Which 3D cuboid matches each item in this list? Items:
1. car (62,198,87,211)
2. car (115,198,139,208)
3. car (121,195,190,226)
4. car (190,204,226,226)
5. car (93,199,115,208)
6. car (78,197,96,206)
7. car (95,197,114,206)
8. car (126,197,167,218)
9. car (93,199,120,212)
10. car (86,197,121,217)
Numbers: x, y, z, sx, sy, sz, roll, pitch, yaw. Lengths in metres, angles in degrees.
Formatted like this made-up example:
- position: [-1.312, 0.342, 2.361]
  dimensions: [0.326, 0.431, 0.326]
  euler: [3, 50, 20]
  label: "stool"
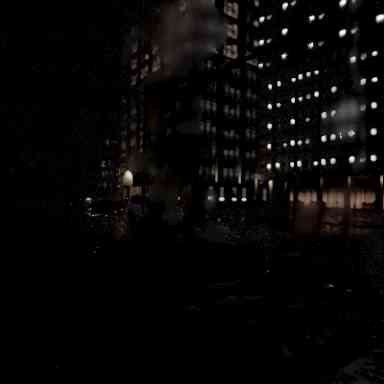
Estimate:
- position: [-14.806, 1.512, 41.550]
  dimensions: [1.812, 1.442, 4.674]
  euler: [2, -1, -34]
  label: "car"
- position: [-10.301, 1.721, 52.494]
  dimensions: [1.837, 1.490, 4.892]
  euler: [2, -1, -34]
  label: "car"
- position: [-2.741, 1.232, 23.516]
  dimensions: [2.150, 2.045, 5.566]
  euler: [2, -1, -34]
  label: "car"
- position: [0.548, 1.616, 24.431]
  dimensions: [1.812, 1.442, 4.674]
  euler: [2, -1, -34]
  label: "car"
- position: [-13.848, 1.737, 51.961]
  dimensions: [1.895, 1.301, 4.718]
  euler: [2, -1, -34]
  label: "car"
- position: [-18.799, 1.689, 59.344]
  dimensions: [1.994, 1.385, 4.181]
  euler: [2, -1, -34]
  label: "car"
- position: [-16.098, 1.729, 61.152]
  dimensions: [1.812, 1.442, 4.674]
  euler: [2, -1, -34]
  label: "car"
- position: [-4.474, 1.432, 31.943]
  dimensions: [2.097, 1.767, 4.553]
  euler: [2, -1, -34]
  label: "car"
- position: [-10.634, 1.632, 41.151]
  dimensions: [1.994, 1.385, 4.181]
  euler: [2, -1, -34]
  label: "car"
- position: [-8.129, 1.505, 31.553]
  dimensions: [1.837, 1.490, 4.892]
  euler: [2, -1, -34]
  label: "car"
